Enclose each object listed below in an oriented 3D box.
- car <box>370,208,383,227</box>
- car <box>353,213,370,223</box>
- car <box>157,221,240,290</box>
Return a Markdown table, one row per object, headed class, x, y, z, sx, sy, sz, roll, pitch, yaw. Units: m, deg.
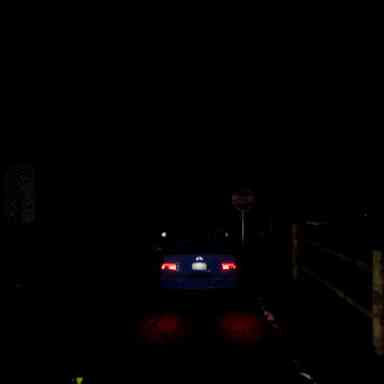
| class | x | y | z | sx | sy | sz | roll | pitch | yaw |
| --- | --- | --- | --- | --- | --- | --- | --- | --- | --- |
| car | 14.733 | 1.529 | 21.816 | 4.553 | 1.767 | 2.097 | 1 | 0 | 0 |
| car | 14.703 | 1.794 | 24.760 | 4.718 | 1.301 | 1.895 | 1 | 0 | 1 |
| car | 0.100 | 1.515 | 9.121 | 2.033 | 1.411 | 5.357 | 0 | 0 | -1 |
